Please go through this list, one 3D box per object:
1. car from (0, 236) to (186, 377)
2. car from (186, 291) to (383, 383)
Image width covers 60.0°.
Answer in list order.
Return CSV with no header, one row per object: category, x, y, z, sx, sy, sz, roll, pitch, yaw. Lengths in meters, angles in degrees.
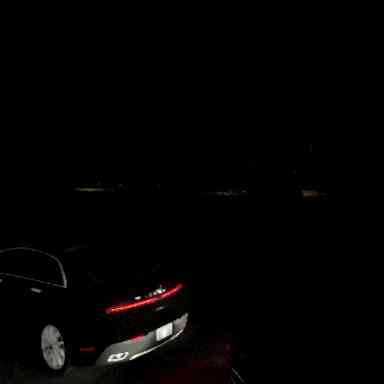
car,-2.319,1.522,5.626,4.892,1.490,1.837,0,0,36
car,2.556,1.488,2.126,5.008,1.535,1.882,0,0,36
